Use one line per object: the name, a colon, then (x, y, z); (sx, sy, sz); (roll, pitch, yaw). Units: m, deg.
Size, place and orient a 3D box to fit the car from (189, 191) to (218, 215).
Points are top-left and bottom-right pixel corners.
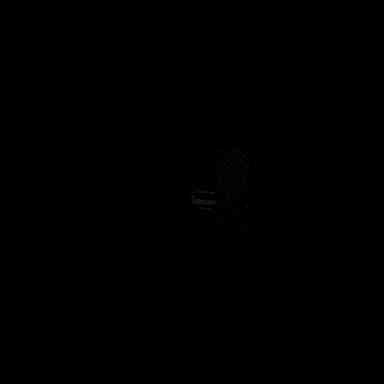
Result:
car: (1.938, 0.982, 27.222); (2.150, 2.045, 5.566); (0, 2, -35)
